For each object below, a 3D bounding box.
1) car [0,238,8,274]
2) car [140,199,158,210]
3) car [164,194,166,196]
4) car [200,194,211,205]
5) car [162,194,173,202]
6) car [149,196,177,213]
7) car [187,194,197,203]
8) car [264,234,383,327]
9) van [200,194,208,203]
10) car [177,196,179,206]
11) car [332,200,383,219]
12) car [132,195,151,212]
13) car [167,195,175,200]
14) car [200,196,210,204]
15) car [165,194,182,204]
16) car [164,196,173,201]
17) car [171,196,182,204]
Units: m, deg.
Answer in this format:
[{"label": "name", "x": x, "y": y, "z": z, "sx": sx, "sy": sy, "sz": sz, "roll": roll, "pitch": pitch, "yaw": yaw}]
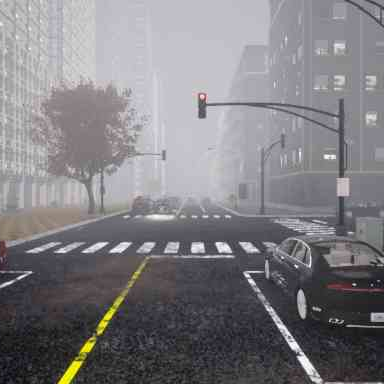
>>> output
[{"label": "car", "x": -5.701, "y": 1.545, "z": 6.913, "sx": 1.887, "sy": 1.381, "sz": 4.507, "roll": 0, "pitch": 0, "yaw": 0}, {"label": "car", "x": -5.749, "y": 1.592, "z": 44.824, "sx": 1.947, "sy": 1.339, "sz": 4.313, "roll": 0, "pitch": 0, "yaw": 0}, {"label": "car", "x": -5.784, "y": 1.626, "z": 72.439, "sx": 1.947, "sy": 1.339, "sz": 4.313, "roll": 0, "pitch": 0, "yaw": 0}, {"label": "car", "x": 2.611, "y": 1.610, "z": 61.402, "sx": 1.947, "sy": 1.339, "sz": 4.313, "roll": 0, "pitch": 0, "yaw": 0}, {"label": "car", "x": -5.792, "y": 1.385, "z": 77.961, "sx": 2.192, "sy": 1.841, "sz": 5.009, "roll": 0, "pitch": 0, "yaw": 0}, {"label": "car", "x": -3.146, "y": 1.510, "z": 37.116, "sx": 2.128, "sy": 1.511, "sz": 4.902, "roll": 0, "pitch": 0, "yaw": 0}, {"label": "car", "x": -0.088, "y": 1.602, "z": 68.630, "sx": 2.033, "sy": 1.411, "sz": 5.357, "roll": 0, "pitch": 0, "yaw": 0}, {"label": "car", "x": 2.680, "y": 1.551, "z": 6.923, "sx": 2.008, "sy": 1.369, "sz": 4.403, "roll": 0, "pitch": 0, "yaw": 0}, {"label": "van", "x": 2.596, "y": 1.402, "z": 72.449, "sx": 1.690, "sy": 1.788, "sz": 3.998, "roll": 0, "pitch": 0, "yaw": 0}, {"label": "car", "x": -3.157, "y": 1.629, "z": 46.352, "sx": 1.895, "sy": 1.301, "sz": 4.718, "roll": 0, "pitch": 0, "yaw": 0}, {"label": "car", "x": 13.392, "y": 1.350, "z": 26.343, "sx": 4.403, "sy": 1.369, "sz": 2.008, "roll": -1, "pitch": 1, "yaw": -1}, {"label": "car", "x": -5.742, "y": 1.336, "z": 39.301, "sx": 2.192, "sy": 1.841, "sz": 5.009, "roll": 0, "pitch": 0, "yaw": 0}, {"label": "car", "x": -5.812, "y": 1.654, "z": 94.529, "sx": 2.008, "sy": 1.369, "sz": 4.403, "roll": 0, "pitch": 0, "yaw": 0}, {"label": "car", "x": 2.604, "y": 1.577, "z": 67.095, "sx": 1.752, "sy": 1.417, "sz": 4.829, "roll": 0, "pitch": 0, "yaw": 0}, {"label": "car", "x": -3.156, "y": 1.516, "z": 56.438, "sx": 1.882, "sy": 1.535, "sz": 5.008, "roll": 0, "pitch": 0, "yaw": 0}, {"label": "car", "x": -5.798, "y": 1.631, "z": 83.484, "sx": 2.008, "sy": 1.369, "sz": 4.403, "roll": 0, "pitch": 0, "yaw": 0}, {"label": "car", "x": -3.111, "y": 1.530, "z": 66.925, "sx": 1.882, "sy": 1.535, "sz": 5.008, "roll": 0, "pitch": 0, "yaw": 0}]
